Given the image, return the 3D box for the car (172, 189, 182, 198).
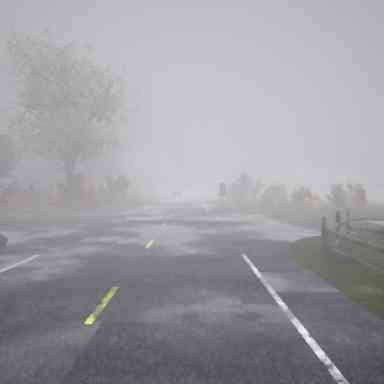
[{"bbox_3d":[-3.437,0.212,76.479,2.150,2.045,5.566,0,0,0],"label":"car"}]
